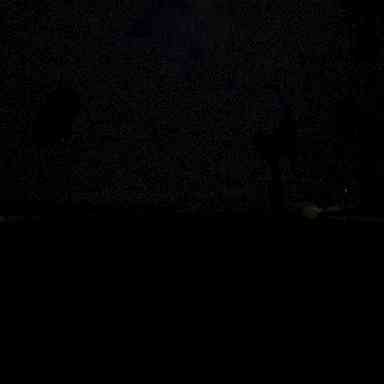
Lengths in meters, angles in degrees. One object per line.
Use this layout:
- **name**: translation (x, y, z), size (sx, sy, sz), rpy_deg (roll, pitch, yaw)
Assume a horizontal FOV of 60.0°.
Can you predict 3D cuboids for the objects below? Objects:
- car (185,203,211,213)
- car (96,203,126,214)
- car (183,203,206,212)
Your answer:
- **car**: translation (1.318, 2.613, 55.925), size (1.882, 1.535, 5.008), rpy_deg (2, -1, 35)
- **car**: translation (-10.656, 2.165, 43.880), size (1.994, 1.385, 4.181), rpy_deg (2, -1, 35)
- **car**: translation (0.522, 2.739, 59.571), size (1.994, 1.385, 4.181), rpy_deg (2, -1, 35)
